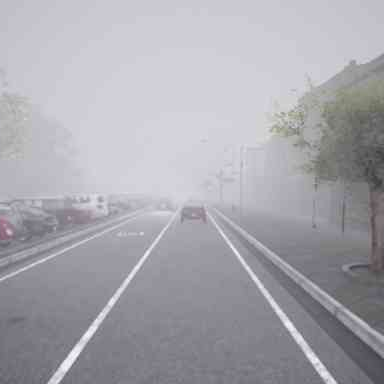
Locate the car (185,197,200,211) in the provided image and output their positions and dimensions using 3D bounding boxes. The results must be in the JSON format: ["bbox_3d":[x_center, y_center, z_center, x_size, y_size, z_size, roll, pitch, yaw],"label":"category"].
[{"bbox_3d":[0.113,1.454,42.509,1.801,1.575,5.366,0,0,0],"label":"car"}]

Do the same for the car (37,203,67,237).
[{"bbox_3d":[-8.837,1.449,15.605,4.892,1.521,2.231,0,0,0],"label":"car"}]

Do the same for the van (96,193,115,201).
[{"bbox_3d":[-22.104,1.364,85.108,4.442,1.987,1.878,0,0,0],"label":"van"}]

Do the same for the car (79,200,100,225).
[{"bbox_3d":[-8.842,1.445,21.212,5.008,1.535,2.097,0,0,0],"label":"car"}]

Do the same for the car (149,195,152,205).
[{"bbox_3d":[-8.844,1.518,49.241,4.792,1.488,2.163,0,0,0],"label":"car"}]

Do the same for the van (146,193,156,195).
[{"bbox_3d":[-8.762,1.278,54.848,4.442,1.987,1.878,0,0,0],"label":"van"}]

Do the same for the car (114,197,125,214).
[{"bbox_3d":[-8.826,1.473,29.620,4.792,1.488,2.163,0,0,0],"label":"car"}]

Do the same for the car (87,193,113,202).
[{"bbox_3d":[-22.011,1.323,79.557,5.566,2.045,2.435,0,0,0],"label":"car"}]

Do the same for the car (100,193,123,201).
[{"bbox_3d":[-21.964,1.349,90.661,5.566,2.045,2.435,0,0,0],"label":"car"}]

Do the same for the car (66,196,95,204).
[{"bbox_3d":[-21.975,1.537,65.677,4.892,1.521,2.231,0,0,0],"label":"car"}]

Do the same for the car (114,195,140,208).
[{"bbox_3d":[-9.048,1.454,38.028,5.366,1.575,1.946,0,0,0],"label":"car"}]

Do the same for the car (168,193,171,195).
[{"bbox_3d":[-8.880,1.339,85.685,5.566,2.045,2.435,0,0,0],"label":"car"}]

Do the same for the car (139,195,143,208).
[{"bbox_3d":[-8.895,1.494,40.831,4.792,1.488,2.163,0,0,0],"label":"car"}]

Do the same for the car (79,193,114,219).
[{"bbox_3d":[-8.878,1.193,24.015,5.566,2.045,2.435,0,0,0],"label":"car"}]

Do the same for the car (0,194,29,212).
[{"bbox_3d":[-21.913,1.206,37.792,5.566,2.045,2.435,0,0,0],"label":"car"}]

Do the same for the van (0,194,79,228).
[{"bbox_3d":[-8.961,1.221,18.408,4.442,1.987,1.878,0,0,0],"label":"van"}]

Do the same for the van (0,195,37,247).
[{"bbox_3d":[-8.725,1.223,12.801,4.442,1.987,1.878,0,0,0],"label":"van"}]

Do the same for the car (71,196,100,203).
[{"bbox_3d":[-21.787,1.540,68.454,5.366,1.575,1.946,0,0,0],"label":"car"}]

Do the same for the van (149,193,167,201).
[{"bbox_3d":[-9.028,1.372,88.486,4.442,1.987,1.878,0,0,0],"label":"van"}]

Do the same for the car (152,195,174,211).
[{"bbox_3d":[-3.322,1.486,41.057,2.128,1.511,4.902,0,0,0],"label":"car"}]

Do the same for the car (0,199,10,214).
[{"bbox_3d":[-21.937,1.491,34.884,4.674,1.452,2.002,0,0,0],"label":"car"}]

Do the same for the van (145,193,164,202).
[{"bbox_3d":[-9.020,1.349,80.078,4.442,1.987,1.878,0,0,0],"label":"van"}]

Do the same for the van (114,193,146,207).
[{"bbox_3d":[-8.752,1.247,43.635,4.442,1.987,1.878,0,0,0],"label":"van"}]

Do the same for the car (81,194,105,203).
[{"bbox_3d":[-22.008,1.433,74.004,4.553,1.767,2.185,0,0,0],"label":"car"}]

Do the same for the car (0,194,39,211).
[{"bbox_3d":[-21.917,1.214,40.454,5.566,2.045,2.435,0,0,0],"label":"car"}]

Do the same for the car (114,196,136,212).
[{"bbox_3d":[-8.855,1.450,35.228,5.008,1.535,2.097,0,0,0],"label":"car"}]

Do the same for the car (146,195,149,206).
[{"bbox_3d":[-8.842,1.510,46.438,4.792,1.488,2.163,0,0,0],"label":"car"}]

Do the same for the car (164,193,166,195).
[{"bbox_3d":[-8.864,1.292,68.865,5.566,2.045,2.435,0,0,0],"label":"car"}]

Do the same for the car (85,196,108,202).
[{"bbox_3d":[-21.951,1.596,76.781,4.792,1.488,2.163,0,0,0],"label":"car"}]

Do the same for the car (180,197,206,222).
[{"bbox_3d":[0.110,1.454,25.995,1.882,1.535,5.008,0,0,0],"label":"car"}]

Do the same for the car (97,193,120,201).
[{"bbox_3d":[-22.019,1.346,87.884,5.566,2.045,2.435,0,0,0],"label":"car"}]

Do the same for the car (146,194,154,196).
[{"bbox_3d":[-8.871,1.496,52.045,5.008,1.535,2.097,0,0,0],"label":"car"}]

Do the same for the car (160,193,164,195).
[{"bbox_3d":[-8.861,1.284,66.062,5.566,2.045,2.435,0,0,0],"label":"car"}]

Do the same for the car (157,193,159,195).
[{"bbox_3d":[-8.853,1.394,60.455,4.553,1.767,2.185,0,0,0],"label":"car"}]

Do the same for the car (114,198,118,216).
[{"bbox_3d":[-8.848,1.444,26.823,4.892,1.521,2.231,0,0,0],"label":"car"}]

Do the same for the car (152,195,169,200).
[{"bbox_3d":[-8.914,1.640,94.096,4.674,1.452,2.002,0,0,0],"label":"car"}]
